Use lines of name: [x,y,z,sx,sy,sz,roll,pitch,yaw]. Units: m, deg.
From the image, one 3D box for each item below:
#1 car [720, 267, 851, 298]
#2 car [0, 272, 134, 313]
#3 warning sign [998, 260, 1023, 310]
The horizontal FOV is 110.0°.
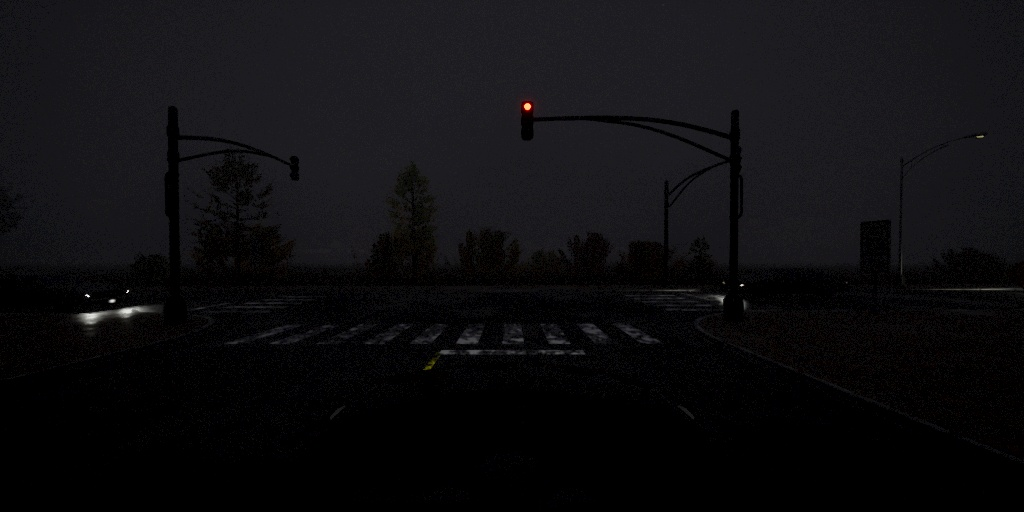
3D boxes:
car: [13.234,1.250,17.459,5.357,1.411,2.033,0,1,-1]
car: [-18.015,1.341,13.723,5.357,1.411,2.033,0,1,-1]
warning sign: [17.013,0.893,11.719,1.060,1.860,1.300,0,0,-1]
